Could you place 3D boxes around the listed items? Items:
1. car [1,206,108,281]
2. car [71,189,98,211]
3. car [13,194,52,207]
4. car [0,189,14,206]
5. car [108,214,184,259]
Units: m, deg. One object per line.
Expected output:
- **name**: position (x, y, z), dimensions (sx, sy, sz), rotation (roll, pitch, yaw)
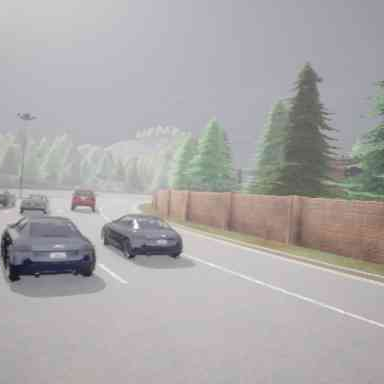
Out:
- **car**: position (-4.077, 1.340, 9.246), dimensions (1.994, 1.385, 4.181), rotation (5, -1, -32)
- **car**: position (-10.587, 0.722, 32.875), dimensions (2.150, 2.045, 5.566), rotation (4, -1, -16)
- **car**: position (-11.935, 0.878, 25.556), dimensions (2.033, 1.411, 5.357), rotation (5, -1, -20)
- **car**: position (-16.712, 0.493, 29.073), dimensions (2.128, 1.511, 4.902), rotation (4, -1, -18)
- **car**: position (-1.987, 1.529, 12.572), dimensions (1.994, 1.385, 4.181), rotation (5, -1, -30)
